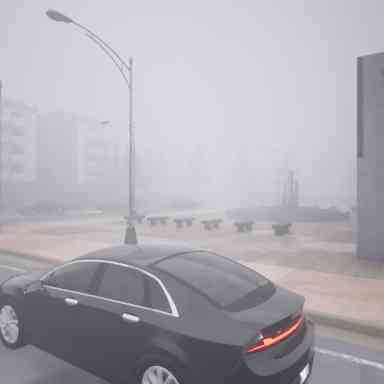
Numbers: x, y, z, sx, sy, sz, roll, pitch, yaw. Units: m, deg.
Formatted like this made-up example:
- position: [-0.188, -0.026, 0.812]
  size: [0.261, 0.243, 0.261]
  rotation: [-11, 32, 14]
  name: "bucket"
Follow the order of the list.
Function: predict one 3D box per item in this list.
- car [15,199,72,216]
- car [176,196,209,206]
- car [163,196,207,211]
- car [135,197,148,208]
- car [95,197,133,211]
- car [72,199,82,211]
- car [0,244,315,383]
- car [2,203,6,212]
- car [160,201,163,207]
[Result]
- position: [-14.837, 1.502, 32.939]
  size: [1.837, 1.490, 4.892]
  rotation: [0, 0, 34]
  name: "car"
- position: [0.071, 1.475, 53.639]
  size: [5.008, 1.535, 1.882]
  rotation: [0, 0, -32]
  name: "car"
- position: [-0.574, 1.489, 39.755]
  size: [2.128, 1.511, 4.902]
  rotation: [0, 0, 45]
  name: "car"
- position: [-8.461, 1.502, 46.870]
  size: [4.892, 1.490, 1.837]
  rotation: [0, 0, -44]
  name: "car"
- position: [-9.626, 1.561, 40.171]
  size: [1.994, 1.385, 4.181]
  rotation: [0, 0, 39]
  name: "car"
- position: [-15.057, 1.523, 38.798]
  size: [1.812, 1.442, 4.674]
  rotation: [0, 0, 36]
  name: "car"
- position: [-0.887, 1.504, 4.625]
  size: [4.892, 1.490, 1.837]
  rotation: [0, 0, 35]
  name: "car"
- position: [-20.205, 1.488, 31.245]
  size: [2.128, 1.511, 4.902]
  rotation: [0, 0, 35]
  name: "car"
- position: [-2.369, 1.489, 47.600]
  size: [4.902, 1.511, 2.128]
  rotation: [0, 0, -38]
  name: "car"
